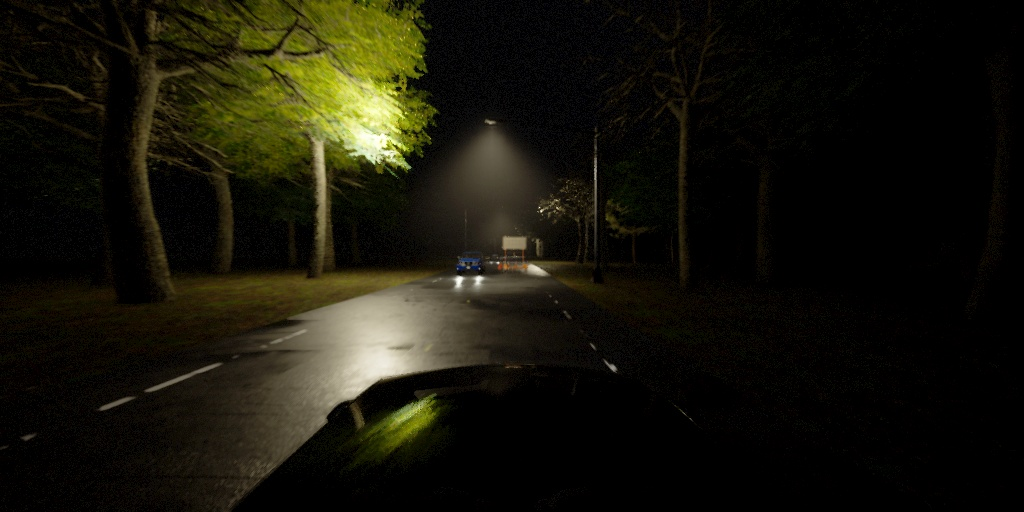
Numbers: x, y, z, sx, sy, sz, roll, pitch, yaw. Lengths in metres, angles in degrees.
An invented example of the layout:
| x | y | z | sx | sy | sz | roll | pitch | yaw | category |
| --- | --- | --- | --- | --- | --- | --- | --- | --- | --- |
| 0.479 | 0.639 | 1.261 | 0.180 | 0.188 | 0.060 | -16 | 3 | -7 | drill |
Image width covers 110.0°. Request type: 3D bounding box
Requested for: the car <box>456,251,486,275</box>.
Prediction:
| x | y | z | sx | sy | sz | roll | pitch | yaw | category |
| --- | --- | --- | --- | --- | --- | --- | --- | --- | --- |
| -3.558 | 0.586 | 32.119 | 2.150 | 2.045 | 5.566 | 0 | 0 | 0 | car |

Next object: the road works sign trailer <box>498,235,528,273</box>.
| x | y | z | sx | sy | sz | roll | pitch | yaw | category |
| --- | --- | --- | --- | --- | --- | --- | --- | --- | --- |
| 0.208 | -0.208 | 34.783 | 2.380 | 3.560 | 2.880 | 0 | 0 | -8 | road works sign trailer |
